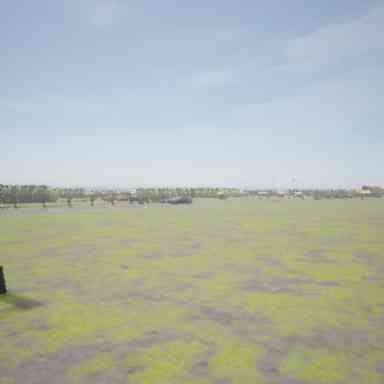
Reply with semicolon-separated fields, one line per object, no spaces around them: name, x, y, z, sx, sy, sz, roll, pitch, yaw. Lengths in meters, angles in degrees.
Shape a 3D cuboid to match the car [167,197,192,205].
car;-2.284;1.587;62.803;2.033;1.411;5.357;1;1;44
